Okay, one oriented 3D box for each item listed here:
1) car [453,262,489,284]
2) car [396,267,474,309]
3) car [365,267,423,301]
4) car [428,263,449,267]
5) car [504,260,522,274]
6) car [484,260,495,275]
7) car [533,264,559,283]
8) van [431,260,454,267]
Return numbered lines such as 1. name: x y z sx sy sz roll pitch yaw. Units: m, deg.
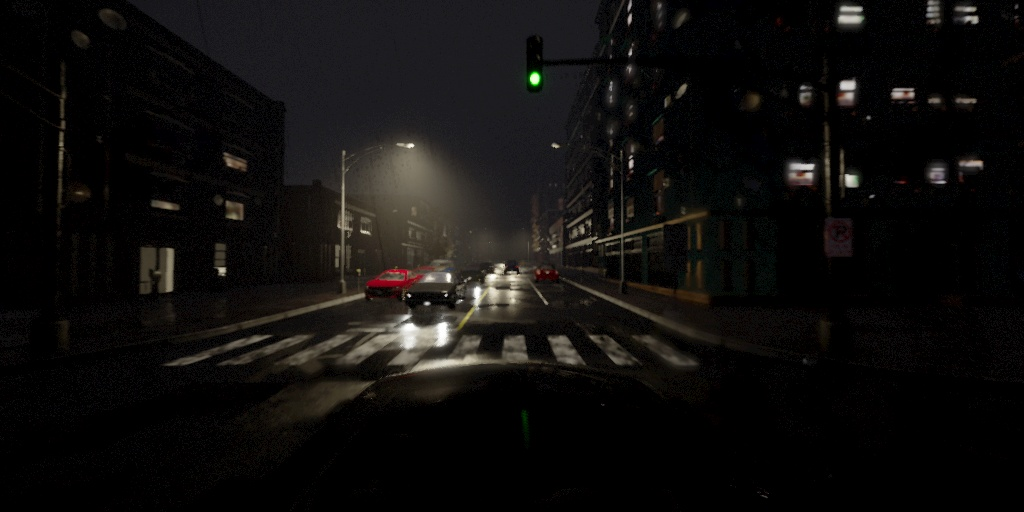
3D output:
1. car: -3.093 1.441 28.145 1.994 1.385 4.181 0 0 0
2. car: -3.093 1.365 15.753 2.033 1.411 5.357 0 0 0
3. car: -5.763 1.373 17.827 1.888 1.381 4.507 0 0 0
4. car: -5.687 1.400 23.509 1.888 1.381 4.507 0 0 0
5. car: 0.006 1.488 45.500 1.812 1.442 4.674 0 0 0
6. car: -3.060 1.453 42.450 1.837 1.490 4.892 0 -1 0
7. car: 2.695 1.323 29.256 1.967 1.591 4.097 0 0 0
8. van: -5.685 1.224 29.196 1.690 1.789 3.998 0 0 0
